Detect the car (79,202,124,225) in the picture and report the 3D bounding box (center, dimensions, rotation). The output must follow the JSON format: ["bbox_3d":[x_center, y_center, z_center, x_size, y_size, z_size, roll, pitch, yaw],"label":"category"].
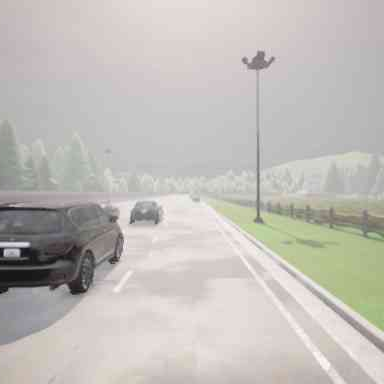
[{"bbox_3d":[-6.904,1.572,25.919,2.128,1.511,4.902,0,0,0],"label":"car"}]

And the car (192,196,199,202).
[{"bbox_3d":[1.034,1.784,89.706,1.837,1.490,4.892,0,0,0],"label":"car"}]

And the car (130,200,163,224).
[{"bbox_3d":[-3.404,1.432,25.669,2.097,1.767,4.553,0,0,0],"label":"car"}]

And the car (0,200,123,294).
[{"bbox_3d":[-3.401,1.249,8.967,2.150,2.045,5.566,0,0,0],"label":"car"}]

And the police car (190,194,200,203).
[{"bbox_3d":[1.036,1.674,79.817,1.930,1.638,5.238,0,0,0],"label":"police car"}]

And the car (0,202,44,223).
[{"bbox_3d":[-13.918,1.609,26.987,1.812,1.442,4.674,0,0,0],"label":"car"}]

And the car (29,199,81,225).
[{"bbox_3d":[-10.404,1.431,25.675,2.097,1.767,4.553,0,0,0],"label":"car"}]
